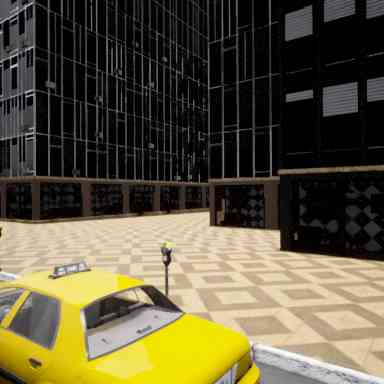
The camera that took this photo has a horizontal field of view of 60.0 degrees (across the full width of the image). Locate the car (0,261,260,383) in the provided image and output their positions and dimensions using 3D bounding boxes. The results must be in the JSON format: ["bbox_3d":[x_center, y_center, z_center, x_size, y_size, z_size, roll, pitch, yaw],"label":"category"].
[{"bbox_3d":[-1.637,1.526,4.033,4.829,1.417,1.752,0,0,35],"label":"car"}]
